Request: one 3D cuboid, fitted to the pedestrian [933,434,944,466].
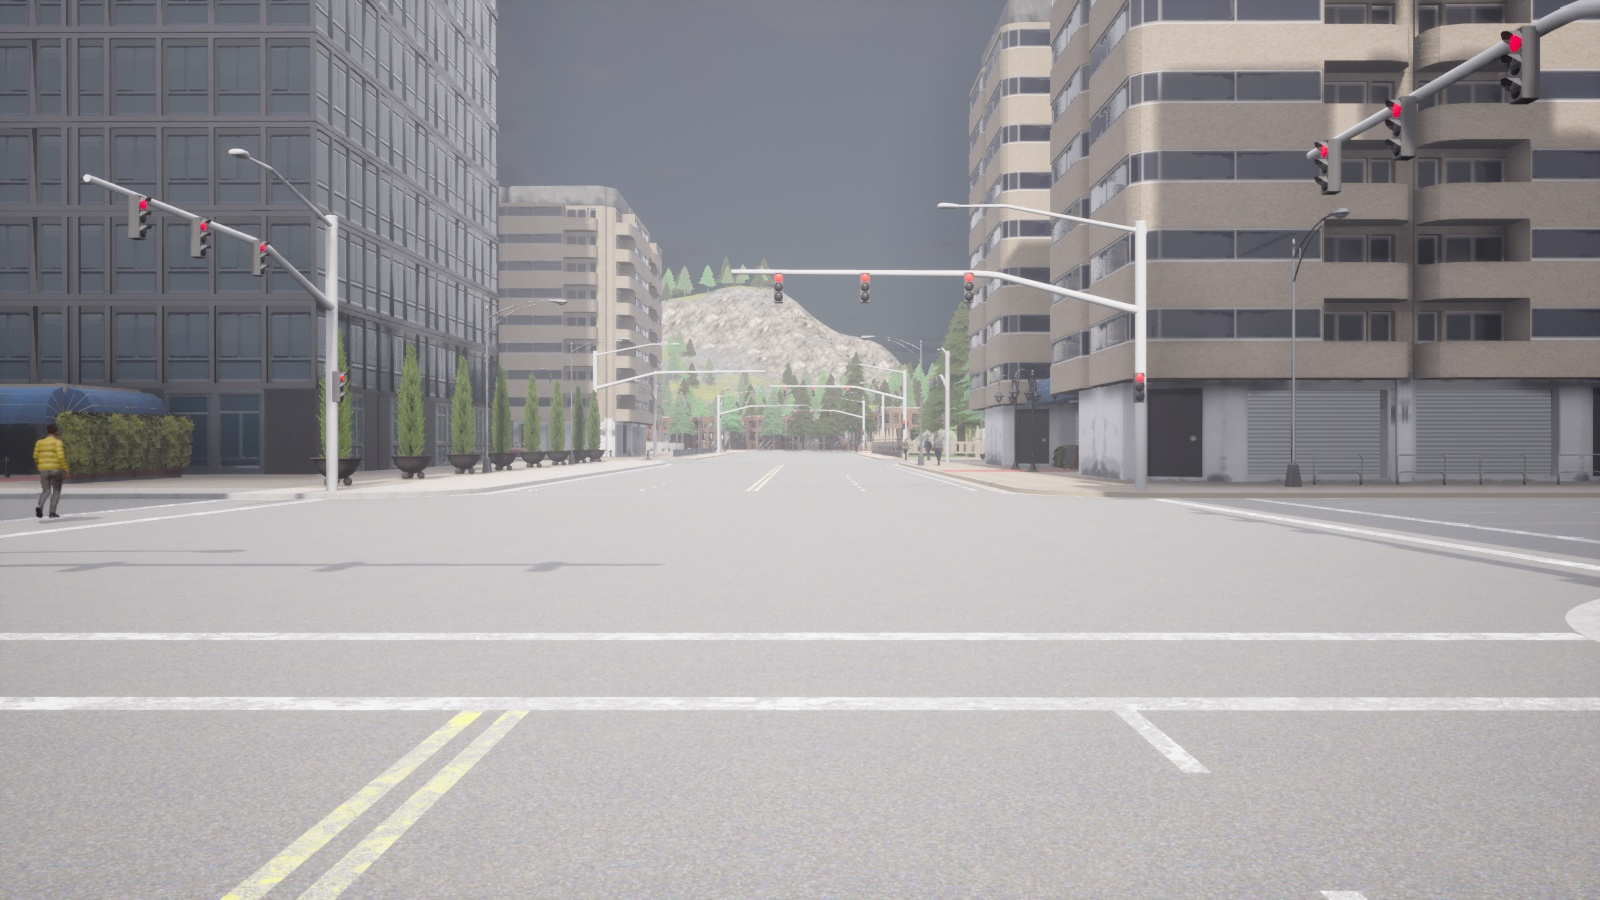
[{"bbox_3d":[8.197,-0.008,74.285,0.540,1.848,0.694,0,0,1],"label":"pedestrian"}]

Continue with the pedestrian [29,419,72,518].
[{"bbox_3d":[-14.141,0.340,23.696,0.431,1.840,0.709,0,0,-6],"label":"pedestrian"}]
